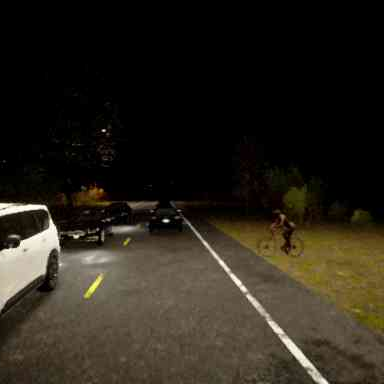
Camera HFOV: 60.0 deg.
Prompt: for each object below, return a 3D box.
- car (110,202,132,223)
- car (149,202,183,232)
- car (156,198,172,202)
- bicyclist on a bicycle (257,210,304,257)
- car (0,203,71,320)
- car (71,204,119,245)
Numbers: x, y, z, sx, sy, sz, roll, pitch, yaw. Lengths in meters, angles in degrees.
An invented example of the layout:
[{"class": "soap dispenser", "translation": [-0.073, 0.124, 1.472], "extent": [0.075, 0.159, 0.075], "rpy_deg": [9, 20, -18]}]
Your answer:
[{"class": "car", "translation": [-5.825, 1.570, 26.309], "extent": [1.882, 1.535, 5.008], "rpy_deg": [-1, 0, -5]}, {"class": "car", "translation": [-1.638, 1.593, 20.684], "extent": [1.994, 1.385, 4.181], "rpy_deg": [-1, 0, -5]}, {"class": "car", "translation": [-3.764, 1.578, 44.580], "extent": [1.837, 1.490, 4.892], "rpy_deg": [-1, 0, -5]}, {"class": "bicyclist on a bicycle", "translation": [3.057, 1.432, 11.436], "extent": [1.656, 1.620, 0.582], "rpy_deg": [1, 0, -5]}, {"class": "car", "translation": [-4.083, 1.282, 6.061], "extent": [2.150, 2.045, 5.566], "rpy_deg": [-1, 0, -7]}, {"class": "car", "translation": [-4.927, 1.580, 15.957], "extent": [1.837, 1.490, 4.892], "rpy_deg": [-1, 0, -5]}]
